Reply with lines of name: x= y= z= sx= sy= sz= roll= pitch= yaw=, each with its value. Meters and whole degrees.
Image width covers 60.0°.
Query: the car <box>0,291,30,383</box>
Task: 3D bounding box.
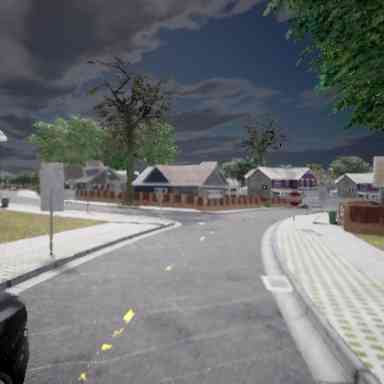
car: x=-2.655 y=1.448 z=1.347 sx=1.882 sy=1.535 sz=5.008 roll=0 pitch=0 yaw=2

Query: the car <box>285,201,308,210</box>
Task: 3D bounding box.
car: x=15.205 y=1.836 z=48.121 sx=1.812 sy=1.442 sz=4.674 roll=1 pitch=1 yaw=41

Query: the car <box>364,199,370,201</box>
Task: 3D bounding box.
car: x=33.030 y=2.137 z=62.958 sx=5.008 sy=1.535 sz=1.882 roll=1 pitch=0 yaw=-32

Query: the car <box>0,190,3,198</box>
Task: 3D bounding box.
car: x=-33.897 y=0.232 z=57.404 sx=1.837 sy=1.490 sz=4.892 roll=0 pitch=1 yaw=-36
